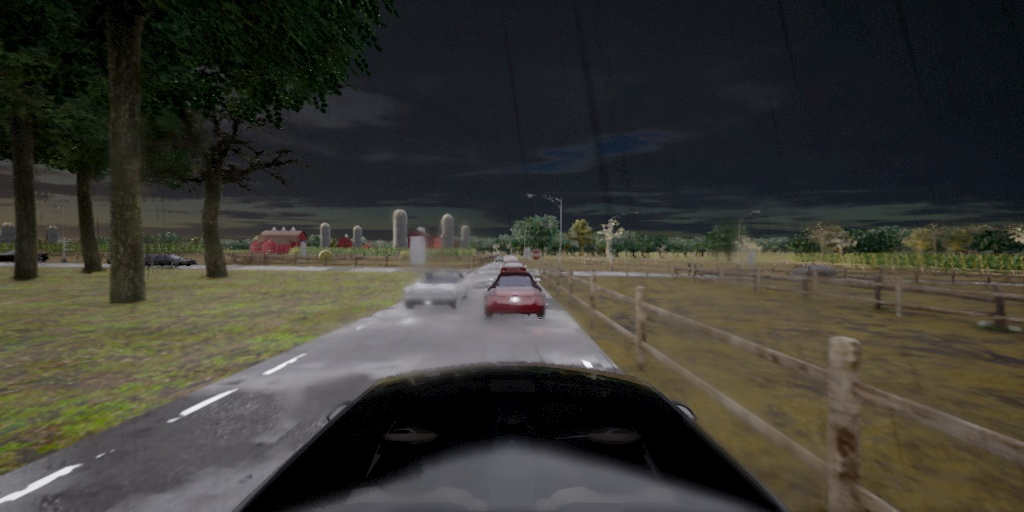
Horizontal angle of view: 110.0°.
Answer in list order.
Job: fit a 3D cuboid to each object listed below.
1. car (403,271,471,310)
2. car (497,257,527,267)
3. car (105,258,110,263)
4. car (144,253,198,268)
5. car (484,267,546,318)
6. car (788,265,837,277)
[{"bbox_3d":[-2.843,1.277,14.413,1.895,1.301,4.718,0,0,0],"label":"car"},{"bbox_3d":[0.079,1.080,26.066,1.882,1.535,5.008,0,0,-1],"label":"car"},{"bbox_3d":[-43.912,0.353,41.862,5.357,1.411,2.033,1,1,0],"label":"car"},{"bbox_3d":[-37.543,0.498,39.040,5.357,1.411,2.033,1,1,0],"label":"car"},{"bbox_3d":[0.099,1.251,12.664,1.994,1.385,4.181,0,0,0],"label":"car"},{"bbox_3d":[35.464,1.765,42.386,4.902,1.511,2.128,1,1,0],"label":"car"}]
